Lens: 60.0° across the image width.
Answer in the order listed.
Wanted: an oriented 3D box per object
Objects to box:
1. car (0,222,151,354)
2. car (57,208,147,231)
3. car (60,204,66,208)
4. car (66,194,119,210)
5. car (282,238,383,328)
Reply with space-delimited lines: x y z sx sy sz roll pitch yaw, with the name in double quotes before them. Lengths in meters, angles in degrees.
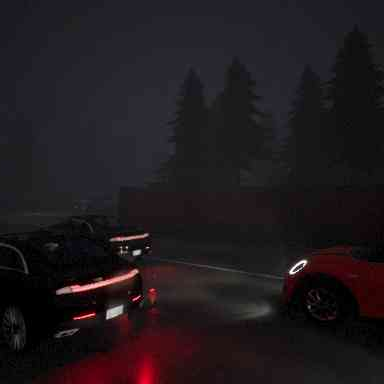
"car" -3.061 1.492 6.147 4.902 1.511 2.128 0 0 36
"car" -3.496 1.492 10.801 4.902 1.511 2.128 0 0 37
"car" -12.947 1.601 39.131 1.895 1.301 4.718 0 0 35
"car" -10.527 1.221 36.578 2.150 2.045 5.566 0 0 32
"car" 3.885 1.352 5.521 4.553 1.767 2.097 0 0 36
